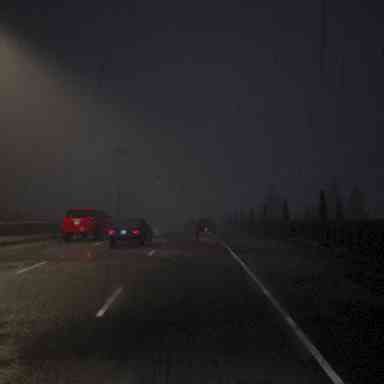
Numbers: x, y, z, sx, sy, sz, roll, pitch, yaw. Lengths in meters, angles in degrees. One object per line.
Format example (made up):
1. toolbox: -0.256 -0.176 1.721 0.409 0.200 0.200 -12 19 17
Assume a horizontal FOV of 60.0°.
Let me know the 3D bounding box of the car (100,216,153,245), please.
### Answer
1. car: -3.393 2.217 19.021 2.033 1.411 5.357 0 -4 0

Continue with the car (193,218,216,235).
1. car: 1.236 3.208 31.072 1.837 1.490 4.892 0 -5 0

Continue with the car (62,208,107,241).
1. car: -6.893 2.163 22.553 2.150 2.045 5.566 0 -5 0

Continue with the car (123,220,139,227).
1. car: -13.385 6.966 73.304 2.033 1.411 5.357 0 -5 5

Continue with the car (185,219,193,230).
1. car: 0.020 4.971 50.747 1.837 1.490 4.892 0 -5 0

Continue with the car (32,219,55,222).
1. car: -14.088 3.270 31.296 2.033 1.411 5.357 0 -5 0

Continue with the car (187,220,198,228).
1. car: 0.066 6.333 65.641 1.812 1.442 4.674 0 -5 5
